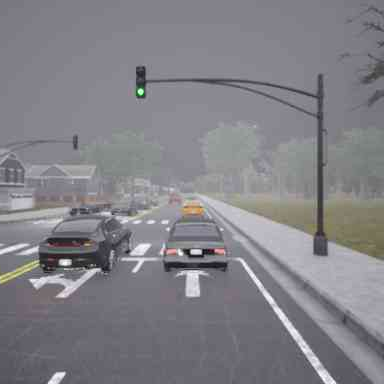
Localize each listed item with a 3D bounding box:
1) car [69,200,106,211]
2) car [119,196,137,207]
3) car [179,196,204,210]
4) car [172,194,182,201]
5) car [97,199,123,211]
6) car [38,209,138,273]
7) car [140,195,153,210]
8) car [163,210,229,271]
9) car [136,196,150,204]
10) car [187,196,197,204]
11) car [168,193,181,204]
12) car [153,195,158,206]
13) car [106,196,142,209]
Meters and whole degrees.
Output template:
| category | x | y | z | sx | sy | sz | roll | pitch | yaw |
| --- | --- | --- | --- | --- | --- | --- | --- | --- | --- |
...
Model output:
| category | x | y | z | sx | sy | sz | roll | pitch | yaw |
| --- | --- | --- | --- | --- | --- | --- | --- | --- | --- |
| car | -9.840 | 1.575 | 31.090 | 1.895 | 1.301 | 4.718 | 0 | 0 | 0 |
| car | -9.782 | 1.451 | 51.101 | 1.837 | 1.490 | 4.892 | 0 | 0 | 1 |
| car | 0.106 | 1.453 | 30.280 | 1.882 | 1.535 | 5.008 | 0 | 0 | 0 |
| car | -3.234 | 1.242 | 73.065 | 1.882 | 1.535 | 5.008 | 0 | 0 | 0 |
| car | -9.841 | 1.562 | 40.259 | 1.895 | 1.301 | 4.718 | 0 | 0 | 0 |
| car | -3.145 | 1.498 | 10.669 | 1.837 | 1.490 | 4.892 | 0 | 0 | 0 |
| car | -6.577 | 1.310 | 42.467 | 2.097 | 1.767 | 4.553 | 0 | 0 | 0 |
| car | 0.103 | 1.541 | 10.795 | 2.033 | 1.411 | 5.357 | 0 | 0 | 0 |
| car | -9.735 | 1.523 | 66.818 | 2.033 | 1.411 | 5.357 | 0 | 0 | 0 |
| car | 0.014 | 1.434 | 62.644 | 1.837 | 1.490 | 4.892 | 0 | 0 | 0 |
| car | -3.236 | 1.150 | 62.674 | 2.150 | 2.045 | 5.566 | 0 | 0 | 0 |
| car | -6.526 | 1.296 | 52.405 | 2.097 | 1.767 | 4.553 | 0 | 0 | 1 |
| car | -6.554 | 1.477 | 32.607 | 1.837 | 1.490 | 4.892 | 0 | 0 | 2 |
